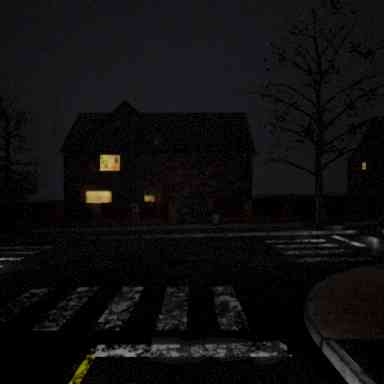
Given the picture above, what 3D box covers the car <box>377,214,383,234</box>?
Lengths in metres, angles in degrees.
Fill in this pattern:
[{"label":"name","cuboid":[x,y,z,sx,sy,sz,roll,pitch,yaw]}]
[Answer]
[{"label":"car","cuboid":[10.321,1.034,13.947,4.553,1.767,2.097,-1,1,0]}]
